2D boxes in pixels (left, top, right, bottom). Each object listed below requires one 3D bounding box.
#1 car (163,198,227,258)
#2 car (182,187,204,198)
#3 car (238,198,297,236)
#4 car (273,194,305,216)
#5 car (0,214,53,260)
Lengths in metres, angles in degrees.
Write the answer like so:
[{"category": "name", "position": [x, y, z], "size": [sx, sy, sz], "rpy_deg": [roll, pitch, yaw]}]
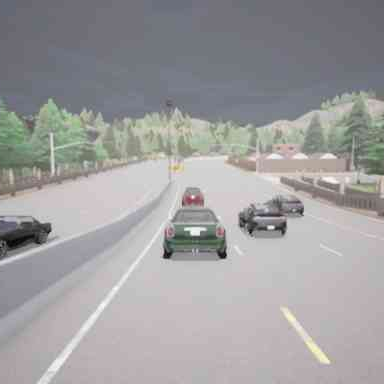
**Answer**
[{"category": "car", "position": [0.101, 1.304, 12.779], "size": [2.097, 1.767, 4.553], "rpy_deg": [0, 1, 0]}, {"category": "car", "position": [0.080, 0.283, 31.808], "size": [2.097, 1.767, 4.553], "rpy_deg": [0, 5, 0]}, {"category": "car", "position": [3.602, 1.331, 17.579], "size": [2.128, 1.511, 4.902], "rpy_deg": [0, 2, 0]}, {"category": "car", "position": [7.099, 0.929, 25.528], "size": [2.128, 1.511, 4.902], "rpy_deg": [0, 4, 0]}, {"category": "car", "position": [-7.071, 1.557, 12.411], "size": [1.895, 1.301, 4.718], "rpy_deg": [0, 1, 0]}]
